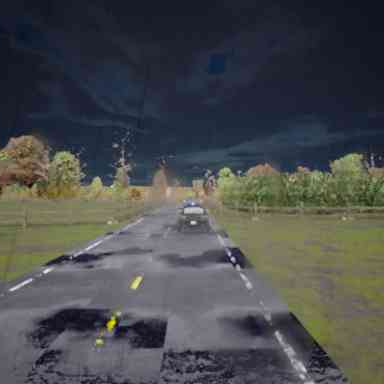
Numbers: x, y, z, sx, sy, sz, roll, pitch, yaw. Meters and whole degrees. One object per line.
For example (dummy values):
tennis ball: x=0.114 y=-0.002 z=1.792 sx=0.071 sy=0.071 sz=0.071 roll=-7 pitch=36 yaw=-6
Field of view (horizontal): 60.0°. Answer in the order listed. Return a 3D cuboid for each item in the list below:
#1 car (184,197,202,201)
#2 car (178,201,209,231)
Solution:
car: x=0.093 y=1.361 z=38.129 sx=2.097 sy=1.767 sz=4.553 roll=0 pitch=0 yaw=0
car: x=0.095 y=1.531 z=20.592 sx=1.812 sy=1.442 sz=4.674 roll=0 pitch=0 yaw=0
